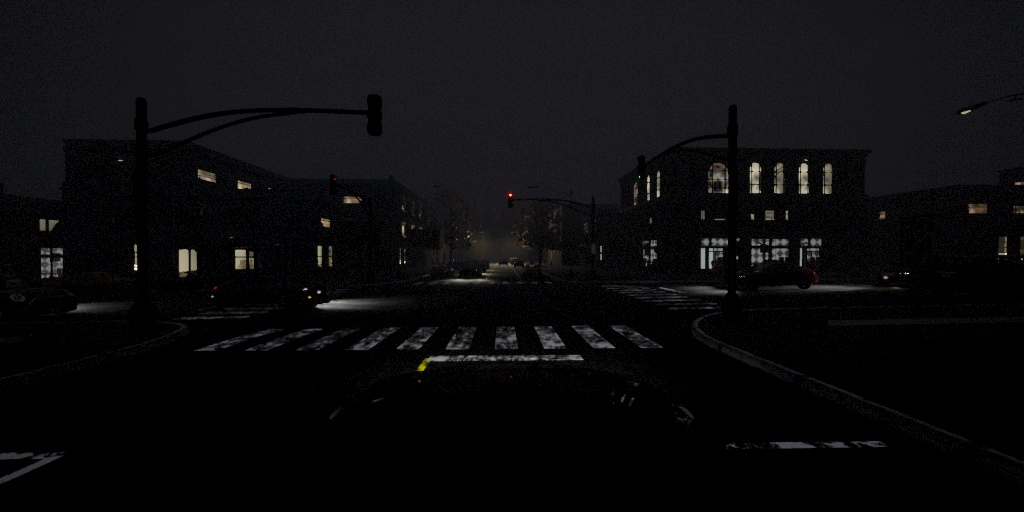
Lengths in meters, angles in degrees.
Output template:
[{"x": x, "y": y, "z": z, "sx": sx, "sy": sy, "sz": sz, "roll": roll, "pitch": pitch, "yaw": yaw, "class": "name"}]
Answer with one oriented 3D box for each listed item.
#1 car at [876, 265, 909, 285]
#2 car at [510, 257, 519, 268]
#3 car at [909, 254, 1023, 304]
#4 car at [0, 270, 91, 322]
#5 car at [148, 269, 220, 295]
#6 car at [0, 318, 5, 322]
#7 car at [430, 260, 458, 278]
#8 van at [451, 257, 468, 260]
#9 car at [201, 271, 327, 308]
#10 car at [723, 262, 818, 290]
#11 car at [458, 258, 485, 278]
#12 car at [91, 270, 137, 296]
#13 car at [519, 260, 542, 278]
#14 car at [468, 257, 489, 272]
[{"x": 23.528, "y": 0.918, "z": 20.328, "sx": 4.902, "sy": 1.511, "sz": 2.128, "roll": -1, "pitch": 1, "yaw": -2, "class": "car"}, {"x": 1.178, "y": 1.288, "z": 61.531, "sx": 2.007, "sy": 1.370, "sz": 4.403, "roll": 0, "pitch": 0, "yaw": -1, "class": "car"}, {"x": 19.642, "y": 0.843, "z": 14.370, "sx": 5.009, "sy": 1.841, "sz": 2.192, "roll": 0, "pitch": 0, "yaw": -2, "class": "car"}, {"x": -18.346, "y": 1.423, "z": 12.752, "sx": 4.097, "sy": 1.591, "sz": 1.967, "roll": 0, "pitch": 0, "yaw": -2, "class": "car"}, {"x": -18.678, "y": 1.474, "z": 21.093, "sx": 4.313, "sy": 1.339, "sz": 1.948, "roll": 0, "pitch": 0, "yaw": -2, "class": "car"}, {"x": -5.661, "y": 1.295, "z": 1.086, "sx": 1.888, "sy": 1.381, "sz": 4.507, "roll": 0, "pitch": 0, "yaw": -1, "class": "car"}, {"x": -6.492, "y": 1.326, "z": 33.595, "sx": 1.802, "sy": 1.307, "sz": 4.207, "roll": 0, "pitch": 0, "yaw": -1, "class": "car"}, {"x": -6.775, "y": 1.083, "z": 44.683, "sx": 1.690, "sy": 1.789, "sz": 3.998, "roll": 0, "pitch": 0, "yaw": -1, "class": "van"}, {"x": -10.473, "y": 1.429, "z": 15.649, "sx": 4.181, "sy": 1.385, "sz": 1.994, "roll": -1, "pitch": 1, "yaw": -2, "class": "car"}, {"x": 14.306, "y": 1.063, "z": 19.928, "sx": 4.674, "sy": 1.442, "sz": 1.812, "roll": -1, "pitch": 1, "yaw": -2, "class": "car"}, {"x": -3.920, "y": 1.222, "z": 34.421, "sx": 1.882, "sy": 1.535, "sz": 5.008, "roll": 0, "pitch": 0, "yaw": -2, "class": "car"}, {"x": -24.497, "y": 1.501, "z": 20.840, "sx": 4.829, "sy": 1.417, "sz": 1.751, "roll": 0, "pitch": 0, "yaw": -2, "class": "car"}, {"x": 1.881, "y": 1.270, "z": 33.979, "sx": 1.751, "sy": 1.417, "sz": 4.829, "roll": 0, "pitch": 0, "yaw": -1, "class": "car"}, {"x": -4.180, "y": 1.220, "z": 44.461, "sx": 1.882, "sy": 1.535, "sz": 5.008, "roll": 0, "pitch": 0, "yaw": -1, "class": "car"}]
